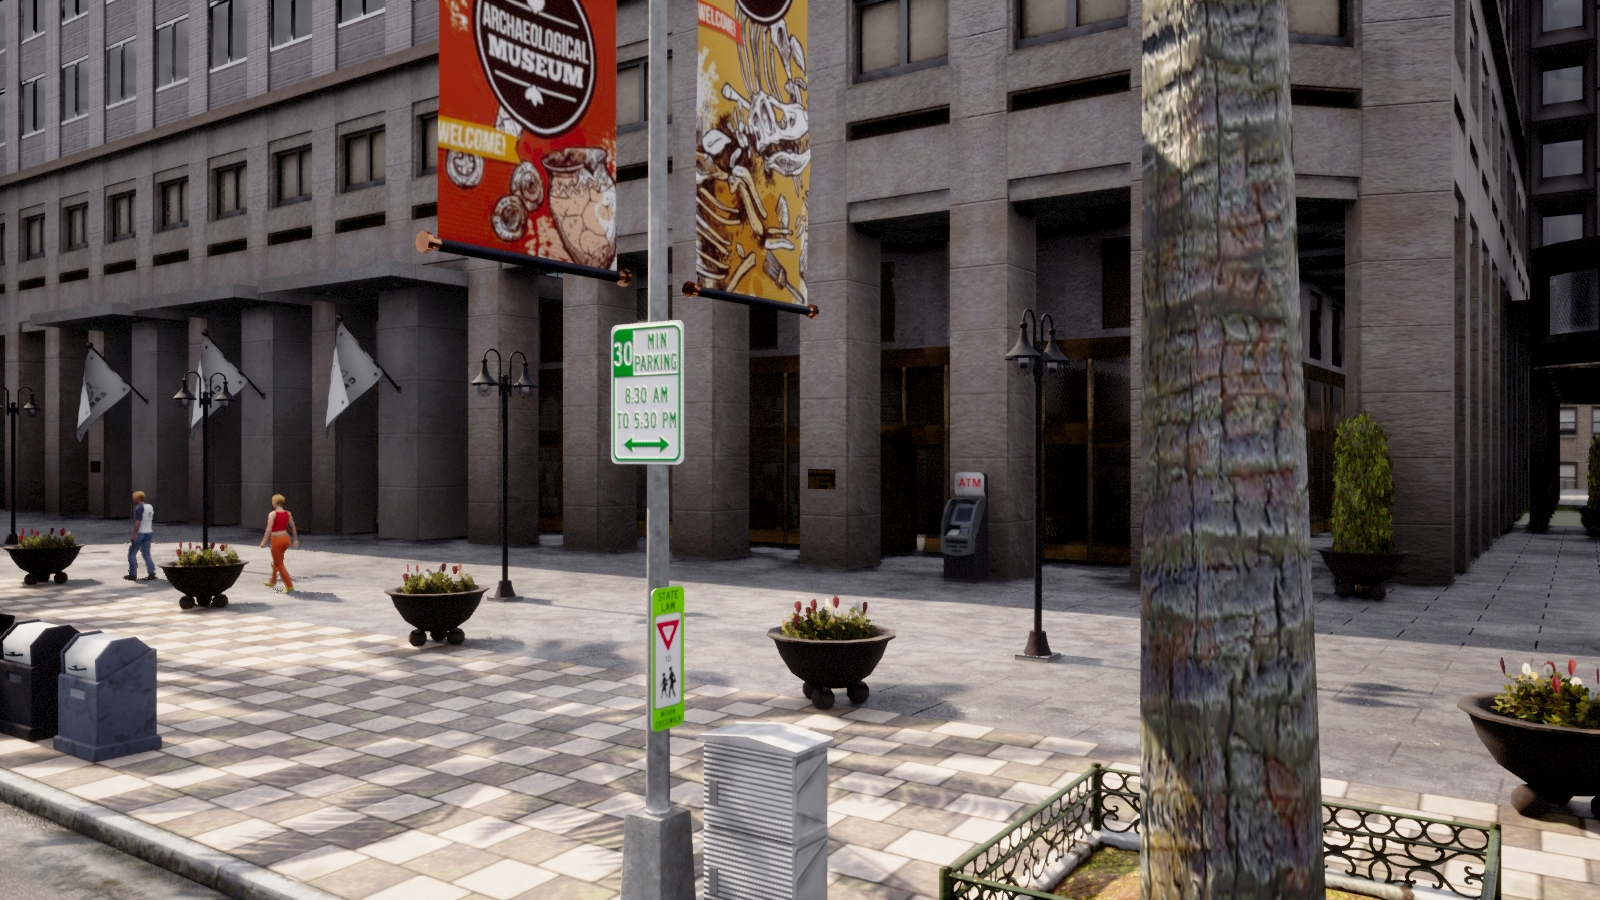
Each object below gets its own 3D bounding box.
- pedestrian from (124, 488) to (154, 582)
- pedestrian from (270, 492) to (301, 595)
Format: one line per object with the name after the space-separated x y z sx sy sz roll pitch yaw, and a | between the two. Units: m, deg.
-13.291 1.701 22.974 0.375 1.860 0.375 0 0 1 | pedestrian
-9.430 1.704 20.946 0.375 1.860 0.375 0 0 29 | pedestrian
